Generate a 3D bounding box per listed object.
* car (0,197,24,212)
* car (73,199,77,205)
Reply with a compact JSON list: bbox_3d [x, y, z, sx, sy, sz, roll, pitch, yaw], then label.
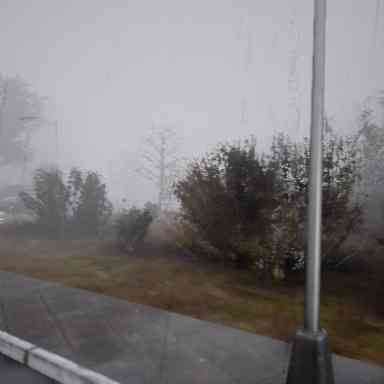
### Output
[{"bbox_3d":[-18.448,1.250,34.862,1.837,1.490,4.892,2,-2,19],"label":"car"},{"bbox_3d":[-15.043,1.671,44.556,2.128,1.511,4.902,2,-2,20],"label":"car"}]
